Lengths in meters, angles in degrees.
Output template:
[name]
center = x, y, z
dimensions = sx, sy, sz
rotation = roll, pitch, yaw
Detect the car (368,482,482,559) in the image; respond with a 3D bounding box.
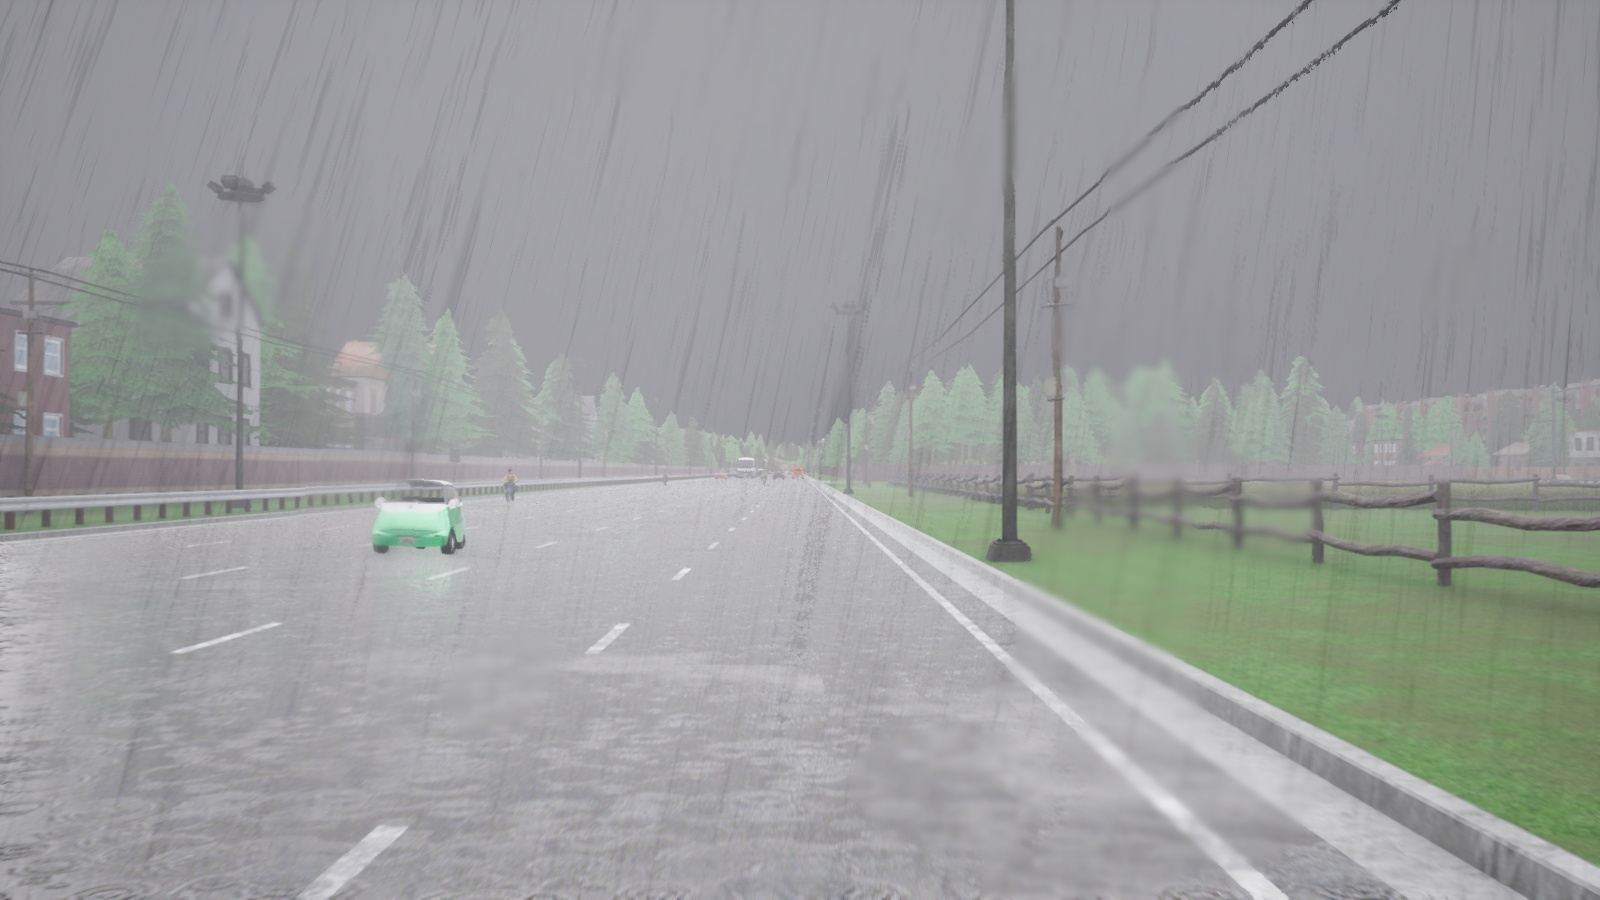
[car]
center = -7.026, 1.293, 23.707
dimensions = 1.481, 1.376, 2.207
rotation = 0, -1, 0
